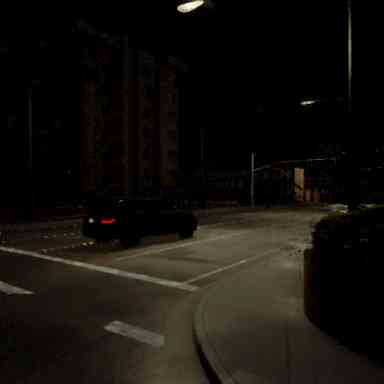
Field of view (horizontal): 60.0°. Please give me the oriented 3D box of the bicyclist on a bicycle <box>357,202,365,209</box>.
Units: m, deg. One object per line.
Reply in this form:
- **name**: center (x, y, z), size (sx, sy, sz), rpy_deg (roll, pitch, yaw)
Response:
- **bicyclist on a bicycle**: center (8.245, 1.300, 16.141), size (1.656, 1.620, 0.582), rpy_deg (0, 0, 36)

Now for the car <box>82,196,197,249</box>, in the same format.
- **car**: center (-2.151, 1.204, 14.923), size (2.150, 2.045, 5.566), rpy_deg (0, 0, 41)
